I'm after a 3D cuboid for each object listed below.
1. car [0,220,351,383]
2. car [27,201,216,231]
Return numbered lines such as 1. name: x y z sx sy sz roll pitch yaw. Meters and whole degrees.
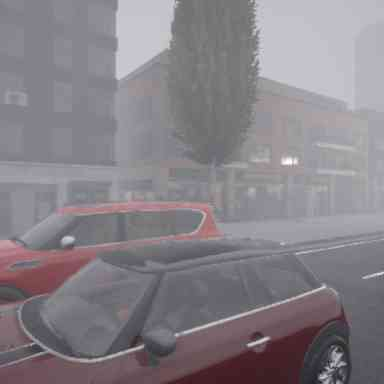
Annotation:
1. car: -0.433 1.355 3.375 4.553 1.767 2.097 0 0 -35
2. car: -1.830 1.224 6.371 5.566 2.045 2.150 0 0 -35
